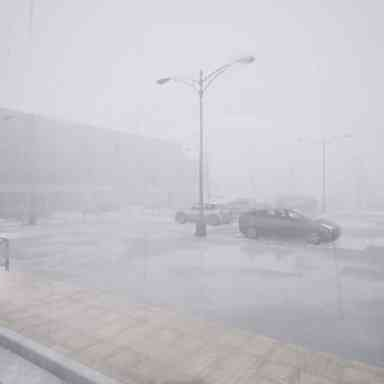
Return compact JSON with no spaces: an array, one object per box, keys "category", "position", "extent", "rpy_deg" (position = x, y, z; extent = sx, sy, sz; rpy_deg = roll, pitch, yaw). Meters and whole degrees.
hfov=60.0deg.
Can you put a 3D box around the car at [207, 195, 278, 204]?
[{"category":"car","position":[4.196,1.345,27.851],"extent":[5.027,1.636,2.152],"rpy_deg":[0,0,35]}]

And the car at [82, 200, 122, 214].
[{"category":"car","position":[-10.269,1.681,38.161],"extent":[1.837,1.490,4.892],"rpy_deg":[0,0,35]}]

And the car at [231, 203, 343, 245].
[{"category":"car","position":[4.403,1.490,15.364],"extent":[4.514,1.523,2.007],"rpy_deg":[0,0,35]}]

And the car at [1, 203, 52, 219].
[{"category":"car","position":[-15.346,1.740,30.977],"extent":[1.994,1.385,4.181],"rpy_deg":[0,0,35]}]

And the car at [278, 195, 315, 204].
[{"category":"car","position":[11.577,1.269,38.302],"extent":[3.866,1.878,1.905],"rpy_deg":[0,0,35]}]

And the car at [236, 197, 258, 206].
[{"category":"car","position":[10.053,1.668,60.520],"extent":[2.128,1.511,4.902],"rpy_deg":[0,0,35]}]

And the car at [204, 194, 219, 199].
[{"category":"car","position":[3.921,1.398,51.818],"extent":[2.150,2.045,5.566],"rpy_deg":[0,0,35]}]

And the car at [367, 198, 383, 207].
[{"category":"car","position":[28.091,1.576,49.298],"extent":[3.806,1.475,1.970],"rpy_deg":[0,0,35]}]

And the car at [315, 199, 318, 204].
[{"category":"car","position":[12.916,1.289,40.913],"extent":[4.605,1.855,1.932],"rpy_deg":[0,0,35]}]

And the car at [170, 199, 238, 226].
[{"category":"car","position":[0.758,1.424,22.422],"extent":[3.806,1.475,1.970],"rpy_deg":[0,0,35]}]

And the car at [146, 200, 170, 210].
[{"category":"car","position":[-4.487,1.740,46.313],"extent":[1.994,1.385,4.181],"rpy_deg":[0,0,36]}]

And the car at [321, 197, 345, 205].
[{"category":"car","position":[23.748,1.565,56.014],"extent":[3.633,1.501,1.845],"rpy_deg":[0,0,35]}]
